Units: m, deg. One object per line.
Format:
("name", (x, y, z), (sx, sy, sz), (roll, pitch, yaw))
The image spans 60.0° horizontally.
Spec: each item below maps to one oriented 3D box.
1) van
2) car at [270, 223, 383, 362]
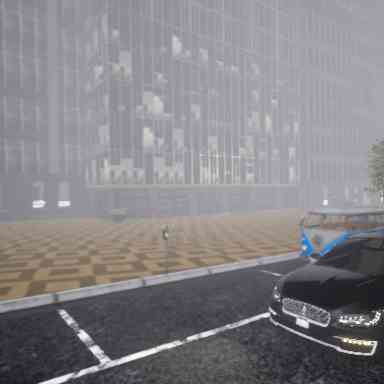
("van", (5.009, 1.340, 10.147), (3.998, 1.788, 1.690), (0, -1, -35))
("car", (3.452, 1.505, 5.826), (4.892, 1.490, 1.837), (0, 0, -35))
